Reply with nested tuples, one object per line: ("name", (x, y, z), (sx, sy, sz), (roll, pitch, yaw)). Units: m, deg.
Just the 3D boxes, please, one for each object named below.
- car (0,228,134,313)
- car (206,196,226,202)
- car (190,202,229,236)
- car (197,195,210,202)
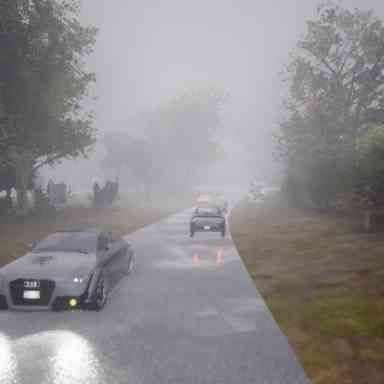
("car", (-2.648, 1.562, 7.642), (1.994, 1.385, 4.181), (0, 0, 2))
("car", (3.202, 1.537, 38.440), (2.033, 1.411, 5.357), (1, 1, 9))
("car", (0.933, 1.558, 18.866), (2.128, 1.511, 4.902), (0, 0, 4))
("car", (1.916, 1.191, 47.909), (1.882, 1.535, 5.008), (2, 2, 11))
